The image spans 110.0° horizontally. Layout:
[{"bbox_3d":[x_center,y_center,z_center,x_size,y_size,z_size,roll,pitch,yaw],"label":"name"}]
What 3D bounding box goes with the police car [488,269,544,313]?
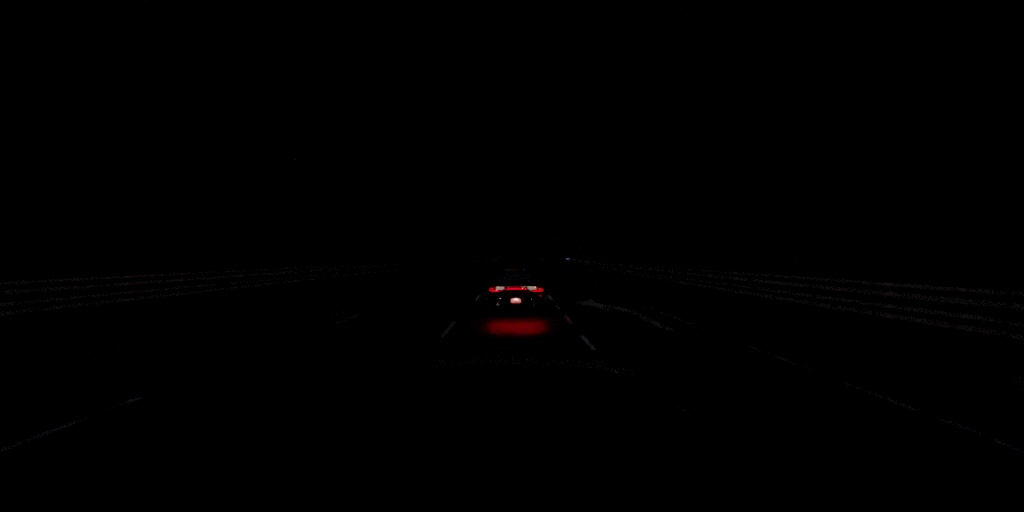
[{"bbox_3d":[0.160,1.285,14.063,2.038,1.542,4.974,0,0,1],"label":"police car"}]
